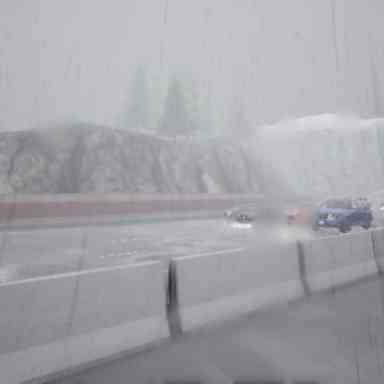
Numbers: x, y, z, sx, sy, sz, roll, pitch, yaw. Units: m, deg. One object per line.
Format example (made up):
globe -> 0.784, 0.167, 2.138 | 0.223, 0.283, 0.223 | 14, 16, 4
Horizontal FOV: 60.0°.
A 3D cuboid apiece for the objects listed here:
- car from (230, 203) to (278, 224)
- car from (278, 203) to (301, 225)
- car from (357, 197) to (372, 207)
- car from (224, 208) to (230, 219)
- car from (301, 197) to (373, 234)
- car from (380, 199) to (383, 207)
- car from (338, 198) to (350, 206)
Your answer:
car -> 5.410, 1.784, 26.731 | 4.181, 1.385, 1.994 | 0, -1, -43
car -> 8.836, 1.543, 25.160 | 4.553, 1.767, 2.097 | 0, -1, -45
car -> 30.389, 1.713, 58.628 | 2.097, 1.767, 4.553 | -1, -1, 30
car -> 4.988, 1.754, 31.175 | 4.902, 1.511, 2.128 | 0, -1, -45
car -> 9.374, 1.369, 20.823 | 5.566, 2.045, 2.150 | 0, 0, -43
car -> 34.170, 1.894, 58.176 | 1.812, 1.442, 4.674 | -1, 0, 30
car -> 29.516, 1.895, 64.375 | 1.812, 1.442, 4.674 | -1, -1, 28
